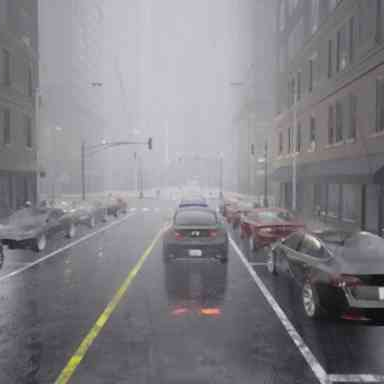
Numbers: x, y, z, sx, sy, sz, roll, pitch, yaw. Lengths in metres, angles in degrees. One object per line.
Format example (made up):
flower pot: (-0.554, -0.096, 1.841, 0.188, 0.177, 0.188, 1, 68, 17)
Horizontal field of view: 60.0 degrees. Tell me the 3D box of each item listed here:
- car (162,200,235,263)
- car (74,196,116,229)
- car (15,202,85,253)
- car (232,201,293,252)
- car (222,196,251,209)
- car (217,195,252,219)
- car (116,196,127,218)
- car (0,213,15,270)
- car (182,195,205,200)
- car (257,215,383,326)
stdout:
car: (0.109, 1.233, 10.822, 1.837, 1.490, 4.892, 0, 1, 0)
car: (-5.707, 1.109, 17.746, 2.008, 1.369, 4.403, -1, 1, 0)
car: (-5.726, 1.259, 12.243, 1.947, 1.339, 4.313, -1, 1, 0)
car: (2.799, 1.238, 12.212, 1.887, 1.381, 4.507, -1, 1, 0)
car: (2.818, 1.102, 17.716, 1.887, 1.381, 4.507, -1, 1, 0)
car: (2.837, 0.966, 23.219, 1.887, 1.381, 4.507, -1, 1, 0)
car: (-5.687, 0.967, 23.250, 1.887, 1.381, 4.507, -1, 1, 0)
car: (-5.747, 1.270, 6.736, 1.967, 1.590, 4.097, -1, 1, 0)
car: (0.116, 0.949, 21.218, 1.882, 1.535, 5.008, 0, 1, 1)
car: (2.780, 1.395, 6.710, 1.947, 1.339, 4.313, -1, 1, 0)
